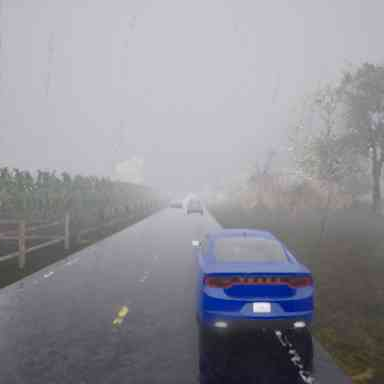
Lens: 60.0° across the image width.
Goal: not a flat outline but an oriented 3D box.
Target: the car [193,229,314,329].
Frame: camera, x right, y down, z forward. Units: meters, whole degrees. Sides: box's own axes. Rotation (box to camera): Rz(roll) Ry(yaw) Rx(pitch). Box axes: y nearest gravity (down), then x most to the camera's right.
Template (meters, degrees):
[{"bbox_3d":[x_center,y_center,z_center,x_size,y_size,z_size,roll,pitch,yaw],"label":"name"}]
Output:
[{"bbox_3d":[1.027,1.538,7.287,1.882,1.535,5.008,0,0,0],"label":"car"}]

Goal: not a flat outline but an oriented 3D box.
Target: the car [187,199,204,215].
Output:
[{"bbox_3d":[0.366,1.854,38.485,2.033,1.411,5.357,0,0,1],"label":"car"}]

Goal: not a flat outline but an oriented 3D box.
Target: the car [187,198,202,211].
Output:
[{"bbox_3d":[0.344,1.730,48.534,2.097,1.767,4.553,0,0,0],"label":"car"}]

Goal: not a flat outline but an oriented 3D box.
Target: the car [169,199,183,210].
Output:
[{"bbox_3d":[-2.389,1.879,51.132,1.882,1.535,5.008,0,0,0],"label":"car"}]
